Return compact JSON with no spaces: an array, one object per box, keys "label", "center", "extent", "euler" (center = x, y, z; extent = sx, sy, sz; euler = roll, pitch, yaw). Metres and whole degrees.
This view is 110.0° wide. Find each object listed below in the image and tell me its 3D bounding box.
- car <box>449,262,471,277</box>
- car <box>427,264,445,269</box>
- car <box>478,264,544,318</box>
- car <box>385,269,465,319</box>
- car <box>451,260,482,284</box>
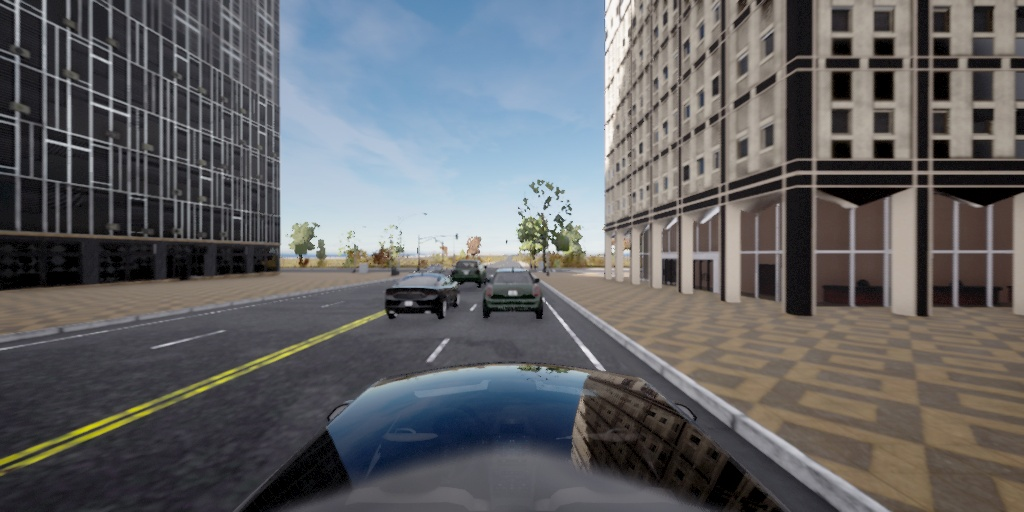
[{"label":"car","center":[-6.546,1.670,45.939],"extent":[2.097,1.767,4.553],"euler":[0,-1,1]},{"label":"car","center":[-9.796,1.810,45.887],"extent":[2.128,1.511,4.902],"euler":[0,-1,1]},{"label":"car","center":[0.047,1.266,13.973],"extent":[2.097,1.767,4.553],"euler":[0,-1,1]},{"label":"car","center":[-3.205,1.388,13.675],"extent":[1.882,1.535,5.008],"euler":[0,-1,1]},{"label":"car","center":[-3.213,1.318,27.911],"extent":[2.150,2.045,5.566],"euler":[0,0,1]}]
